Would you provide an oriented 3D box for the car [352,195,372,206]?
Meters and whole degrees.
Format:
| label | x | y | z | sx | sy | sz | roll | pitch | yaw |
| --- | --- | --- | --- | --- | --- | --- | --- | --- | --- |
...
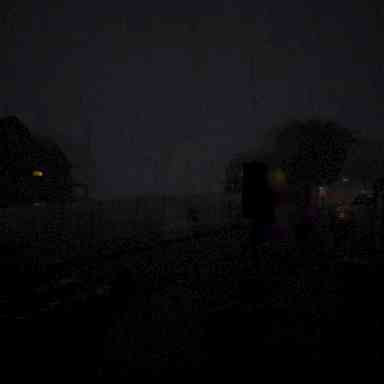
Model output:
| label | x | y | z | sx | sy | sz | roll | pitch | yaw |
| --- | --- | --- | --- | --- | --- | --- | --- | --- | --- |
| car | 21.968 | 1.054 | 42.948 | 2.033 | 1.411 | 5.357 | 1 | 1 | 35 |
